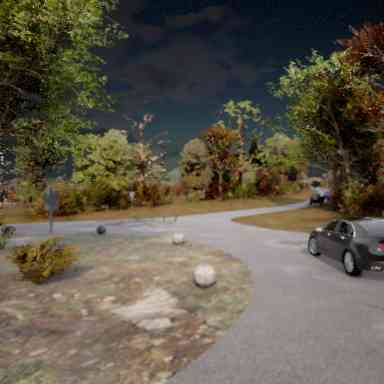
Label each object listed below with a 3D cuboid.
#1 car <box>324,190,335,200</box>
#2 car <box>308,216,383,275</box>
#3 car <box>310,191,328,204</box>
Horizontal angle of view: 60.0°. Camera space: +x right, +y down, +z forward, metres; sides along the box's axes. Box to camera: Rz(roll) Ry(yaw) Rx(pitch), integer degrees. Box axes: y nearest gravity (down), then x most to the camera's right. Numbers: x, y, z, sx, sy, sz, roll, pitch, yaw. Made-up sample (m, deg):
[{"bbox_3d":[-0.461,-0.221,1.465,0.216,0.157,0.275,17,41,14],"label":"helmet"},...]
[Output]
[{"bbox_3d":[33.787,0.764,81.752,2.150,2.045,5.566,-1,2,27],"label":"car"},{"bbox_3d":[5.223,1.533,10.480,1.837,1.490,4.892,-1,0,1],"label":"car"},{"bbox_3d":[25.001,1.333,66.257,2.150,2.045,5.566,-1,1,31],"label":"car"}]
